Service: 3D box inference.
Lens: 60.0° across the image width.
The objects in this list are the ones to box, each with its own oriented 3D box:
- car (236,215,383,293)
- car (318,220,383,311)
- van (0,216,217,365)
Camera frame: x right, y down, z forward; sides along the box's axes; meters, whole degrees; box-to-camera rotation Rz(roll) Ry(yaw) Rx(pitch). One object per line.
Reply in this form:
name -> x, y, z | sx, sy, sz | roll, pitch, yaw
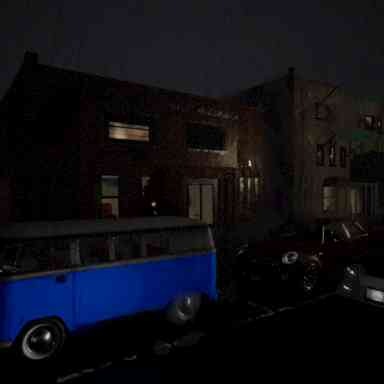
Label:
car -> 3.059, 1.439, 8.764 | 4.097, 1.590, 1.967 | 0, -1, -36
car -> 5.127, 1.490, 7.055 | 4.902, 1.511, 2.128 | 0, 0, -36
van -> -1.452, 1.341, 5.534 | 3.998, 1.788, 1.690 | 0, -1, -36
